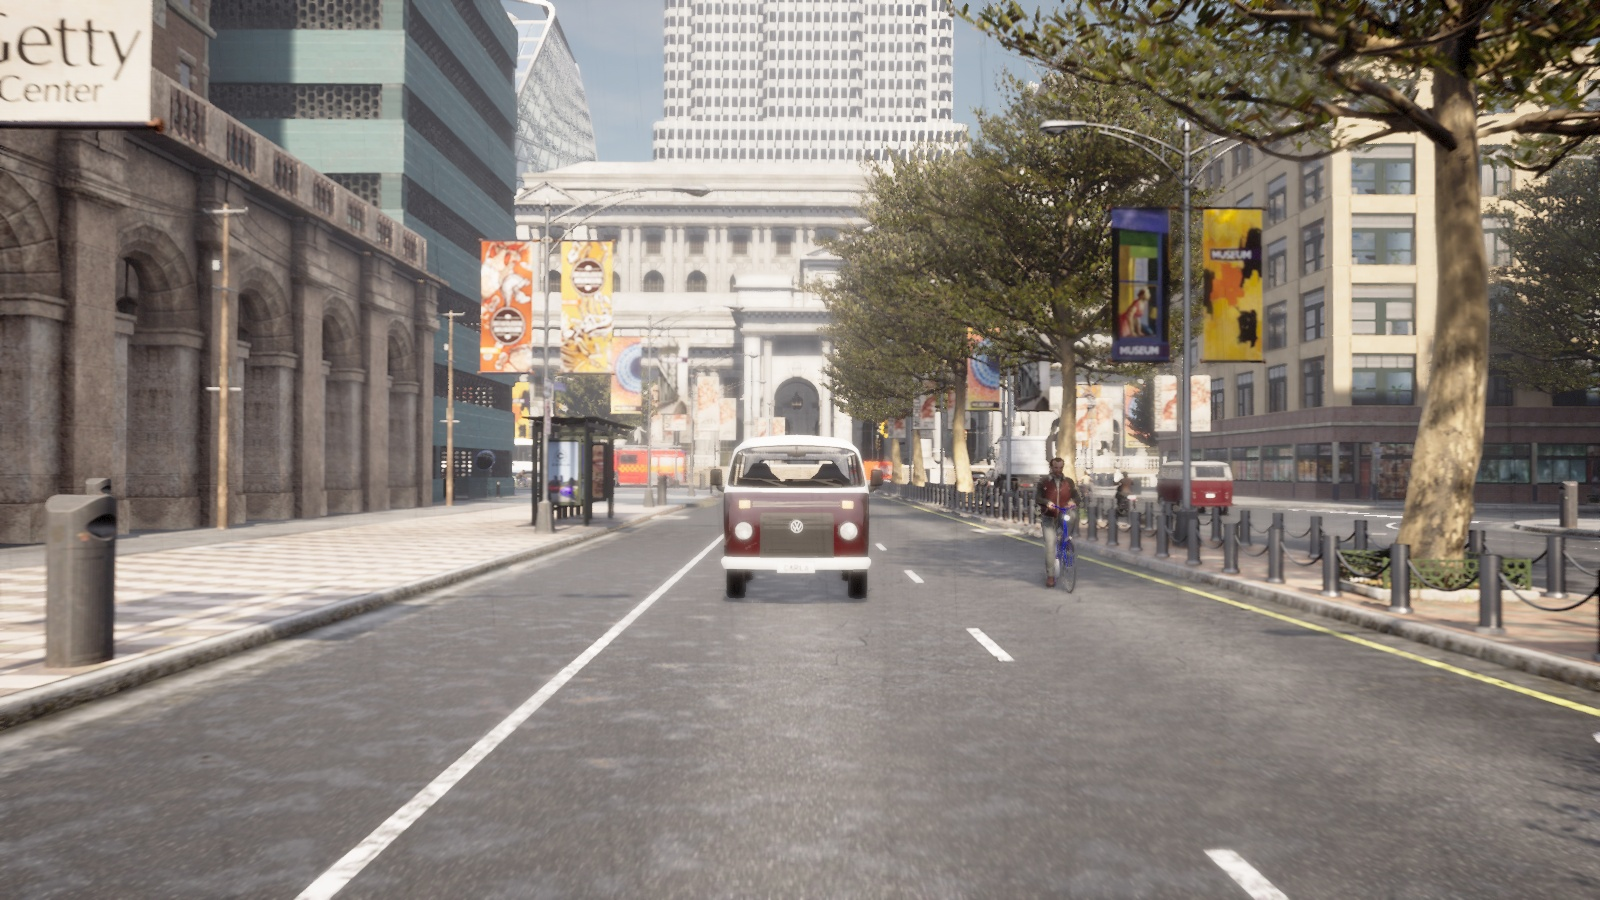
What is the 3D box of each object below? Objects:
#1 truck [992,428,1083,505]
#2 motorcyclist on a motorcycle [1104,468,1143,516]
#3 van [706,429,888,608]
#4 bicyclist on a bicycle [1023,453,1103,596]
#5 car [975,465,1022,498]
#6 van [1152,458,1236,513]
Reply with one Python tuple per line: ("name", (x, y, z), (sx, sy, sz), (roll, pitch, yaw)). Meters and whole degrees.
("truck", (11.348, 0.805, 60.768), (2.891, 3.462, 7.936), (0, -1, 0))
("motorcyclist on a motorcycle", (11.392, 1.460, 44.263), (0.766, 1.649, 2.350), (0, -1, 0))
("van", (-0.042, 0.815, 16.549), (2.069, 2.038, 4.480), (0, -1, 0))
("bicyclist on a bicycle", (3.459, 0.950, 16.644), (0.659, 1.776, 1.843), (0, -1, 0))
("car", (11.325, 1.789, 71.844), (1.932, 1.855, 4.605), (0, -1, 0))
("van", (14.881, 1.306, 47.688), (1.775, 1.987, 4.442), (0, -1, 0))
